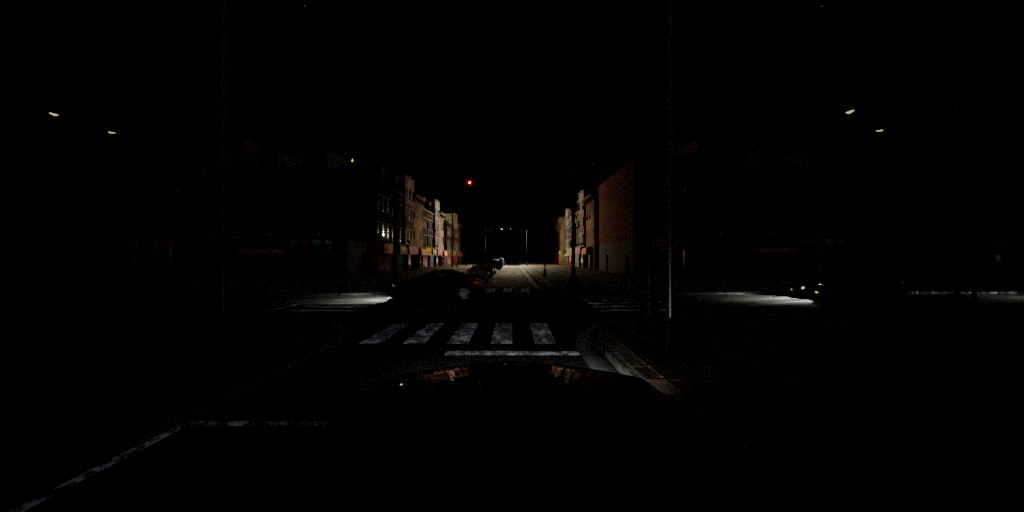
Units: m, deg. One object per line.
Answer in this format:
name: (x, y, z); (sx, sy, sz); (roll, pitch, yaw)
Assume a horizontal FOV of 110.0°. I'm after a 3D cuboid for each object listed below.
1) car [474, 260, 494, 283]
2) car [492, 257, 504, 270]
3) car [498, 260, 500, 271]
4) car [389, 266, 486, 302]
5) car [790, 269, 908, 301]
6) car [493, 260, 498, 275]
car: (-2.622, 1.294, 28.686); (1.751, 1.417, 4.829); (0, 0, 0)
car: (-2.610, 1.252, 51.276); (1.967, 1.591, 4.097); (0, 0, 0)
car: (-2.616, 1.369, 40.066); (1.802, 1.307, 4.207); (0, 0, 0)
car: (-3.489, 1.331, 16.690); (4.181, 1.385, 1.994); (0, 0, 0)
car: (15.515, 1.296, 16.655); (4.181, 1.385, 1.994); (0, 0, 0)
car: (-2.619, 1.322, 34.461); (1.888, 1.381, 4.507); (0, 0, 0)
